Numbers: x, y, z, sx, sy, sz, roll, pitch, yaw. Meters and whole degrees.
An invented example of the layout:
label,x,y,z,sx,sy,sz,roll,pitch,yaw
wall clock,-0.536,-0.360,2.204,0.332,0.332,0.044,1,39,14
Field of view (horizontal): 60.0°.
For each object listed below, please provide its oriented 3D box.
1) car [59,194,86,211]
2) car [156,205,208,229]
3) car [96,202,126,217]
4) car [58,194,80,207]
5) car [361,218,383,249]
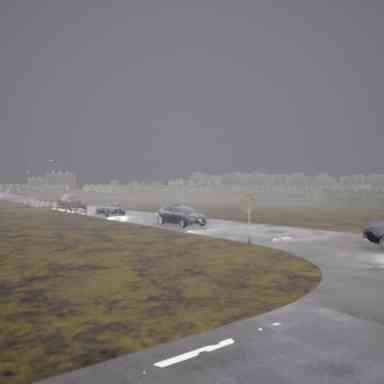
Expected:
label,x,y,z,sx,sy,sz,roll,pitch,yaw
car,-16.103,1.421,45.409,2.150,2.045,5.566,-1,1,-35
car,-0.829,1.698,23.964,1.837,1.490,4.892,-1,0,-36
car,-8.517,1.768,34.727,1.994,1.385,4.181,-2,1,-36
car,-21.424,1.349,57.839,2.150,2.045,5.566,-2,1,-36
car,9.456,1.610,13.156,4.902,1.511,2.128,-1,1,29
